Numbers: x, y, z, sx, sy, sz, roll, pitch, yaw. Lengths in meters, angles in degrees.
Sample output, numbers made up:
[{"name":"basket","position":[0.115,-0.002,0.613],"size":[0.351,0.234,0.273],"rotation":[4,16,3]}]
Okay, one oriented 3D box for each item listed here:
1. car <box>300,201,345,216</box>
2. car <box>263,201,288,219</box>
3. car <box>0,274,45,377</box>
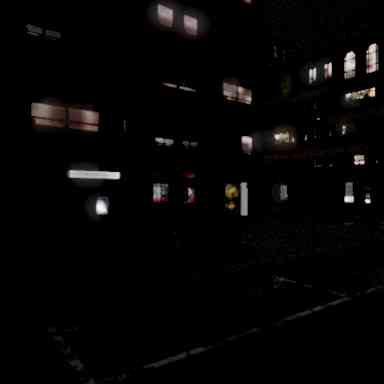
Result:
[{"name":"car","position":[12.787,1.615,32.894],"size":[2.008,1.369,4.403],"rotation":[0,0,-36]},{"name":"car","position":[6.186,1.443,28.132],"size":[1.967,1.590,4.097],"rotation":[0,0,-36]},{"name":"car","position":[-3.810,1.570,3.330],"size":[4.313,1.339,1.947],"rotation":[0,1,-35]}]
